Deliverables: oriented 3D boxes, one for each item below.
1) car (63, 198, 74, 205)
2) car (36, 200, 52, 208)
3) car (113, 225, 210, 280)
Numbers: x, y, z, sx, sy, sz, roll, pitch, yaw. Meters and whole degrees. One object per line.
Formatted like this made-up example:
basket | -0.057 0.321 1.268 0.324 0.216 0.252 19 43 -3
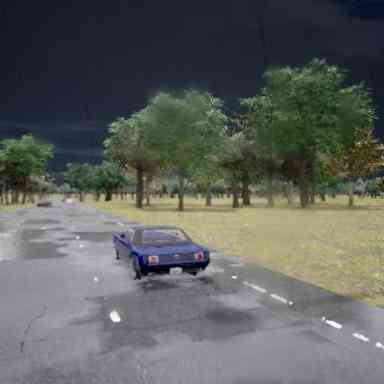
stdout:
car | -28.308 2.245 77.080 1.812 1.442 4.674 0 -1 -22
car | -24.680 1.992 55.798 2.033 1.411 5.357 0 -1 -15
car | -1.236 1.686 10.346 1.895 1.301 4.718 0 -1 -22
